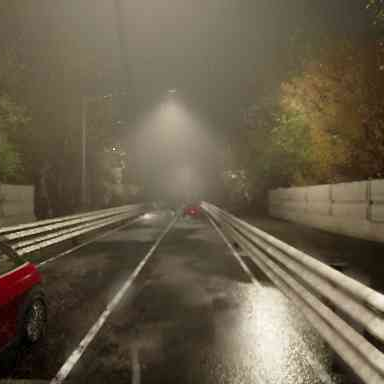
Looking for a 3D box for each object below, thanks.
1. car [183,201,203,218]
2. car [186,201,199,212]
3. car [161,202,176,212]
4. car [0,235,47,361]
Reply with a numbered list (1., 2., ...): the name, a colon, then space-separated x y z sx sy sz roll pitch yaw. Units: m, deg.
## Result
1. car: 0.064 1.780 34.188 1.882 1.535 5.008 0 -1 0
2. car: 0.111 2.037 46.803 1.812 1.442 4.674 0 -1 1
3. car: -3.250 2.064 47.089 2.033 1.411 5.357 0 -1 0
4. car: -3.345 1.375 3.337 2.097 1.767 4.553 0 0 0
